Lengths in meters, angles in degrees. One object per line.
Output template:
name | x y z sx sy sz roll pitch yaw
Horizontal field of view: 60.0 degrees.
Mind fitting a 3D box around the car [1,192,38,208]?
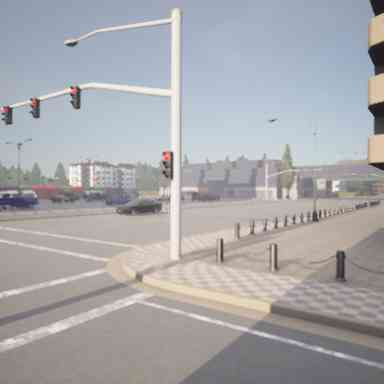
car | -24.627 1.148 47.904 1.970 1.475 3.806 0 0 36

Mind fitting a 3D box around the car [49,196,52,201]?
car | -27.113 1.028 68.345 1.784 1.438 3.905 0 0 36

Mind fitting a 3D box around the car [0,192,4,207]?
car | -26.969 1.099 49.606 1.784 1.438 3.905 0 0 36

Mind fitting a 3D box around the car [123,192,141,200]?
car | -14.526 0.837 80.776 1.905 1.878 3.866 0 0 36

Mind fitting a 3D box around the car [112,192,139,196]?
car | -11.084 1.184 56.732 1.970 1.475 3.806 0 0 36

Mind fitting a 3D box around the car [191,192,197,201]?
car | 1.372 0.961 69.273 1.905 1.878 3.866 0 0 36

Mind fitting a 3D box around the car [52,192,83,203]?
car | -24.807 0.836 66.590 1.932 1.855 4.605 0 0 36

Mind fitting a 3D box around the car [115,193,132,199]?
car | -16.863 1.059 82.488 1.970 1.475 3.806 0 0 36

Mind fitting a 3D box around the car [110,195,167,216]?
car | -4.964 1.395 31.522 1.882 1.535 5.008 0 1 36

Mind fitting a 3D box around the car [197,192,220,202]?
car | 3.681 0.976 67.528 1.932 1.855 4.605 0 0 36
